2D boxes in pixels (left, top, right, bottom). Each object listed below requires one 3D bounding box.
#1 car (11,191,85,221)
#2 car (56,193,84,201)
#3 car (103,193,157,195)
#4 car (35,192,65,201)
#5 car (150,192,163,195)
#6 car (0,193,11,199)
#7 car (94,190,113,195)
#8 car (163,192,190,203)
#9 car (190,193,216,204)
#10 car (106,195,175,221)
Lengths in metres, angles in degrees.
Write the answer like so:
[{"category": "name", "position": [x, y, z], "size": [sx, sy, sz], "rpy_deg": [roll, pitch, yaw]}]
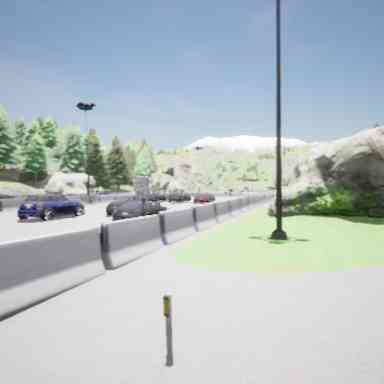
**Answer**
[{"category": "car", "position": [-9.394, 0.904, 22.579], "size": [2.097, 1.767, 4.553], "rpy_deg": [0, 1, 20]}, {"category": "car", "position": [-20.150, 0.766, 55.136], "size": [1.895, 1.301, 4.718], "rpy_deg": [0, 0, 20]}, {"category": "car", "position": [-4.706, 1.036, 25.287], "size": [1.994, 1.385, 4.181], "rpy_deg": [0, 1, 20]}, {"category": "car", "position": [-23.672, 0.681, 55.678], "size": [1.837, 1.490, 4.892], "rpy_deg": [0, 0, 20]}, {"category": "car", "position": [-4.895, 0.682, 45.510], "size": [2.128, 1.511, 4.902], "rpy_deg": [0, 0, 20]}, {"category": "car", "position": [-24.799, 0.880, 42.219], "size": [2.033, 1.411, 5.357], "rpy_deg": [0, 1, 20]}, {"category": "car", "position": [-18.617, 0.439, 69.766], "size": [1.882, 1.535, 5.008], "rpy_deg": [0, 0, 20]}, {"category": "car", "position": [-1.552, 0.678, 44.464], "size": [2.128, 1.511, 4.902], "rpy_deg": [0, 0, 20]}, {"category": "car", "position": [1.732, 0.749, 43.252], "size": [1.994, 1.385, 4.181], "rpy_deg": [0, 1, 20]}, {"category": "car", "position": [-2.932, 1.117, 19.861], "size": [1.994, 1.385, 4.181], "rpy_deg": [0, 1, 20]}]
